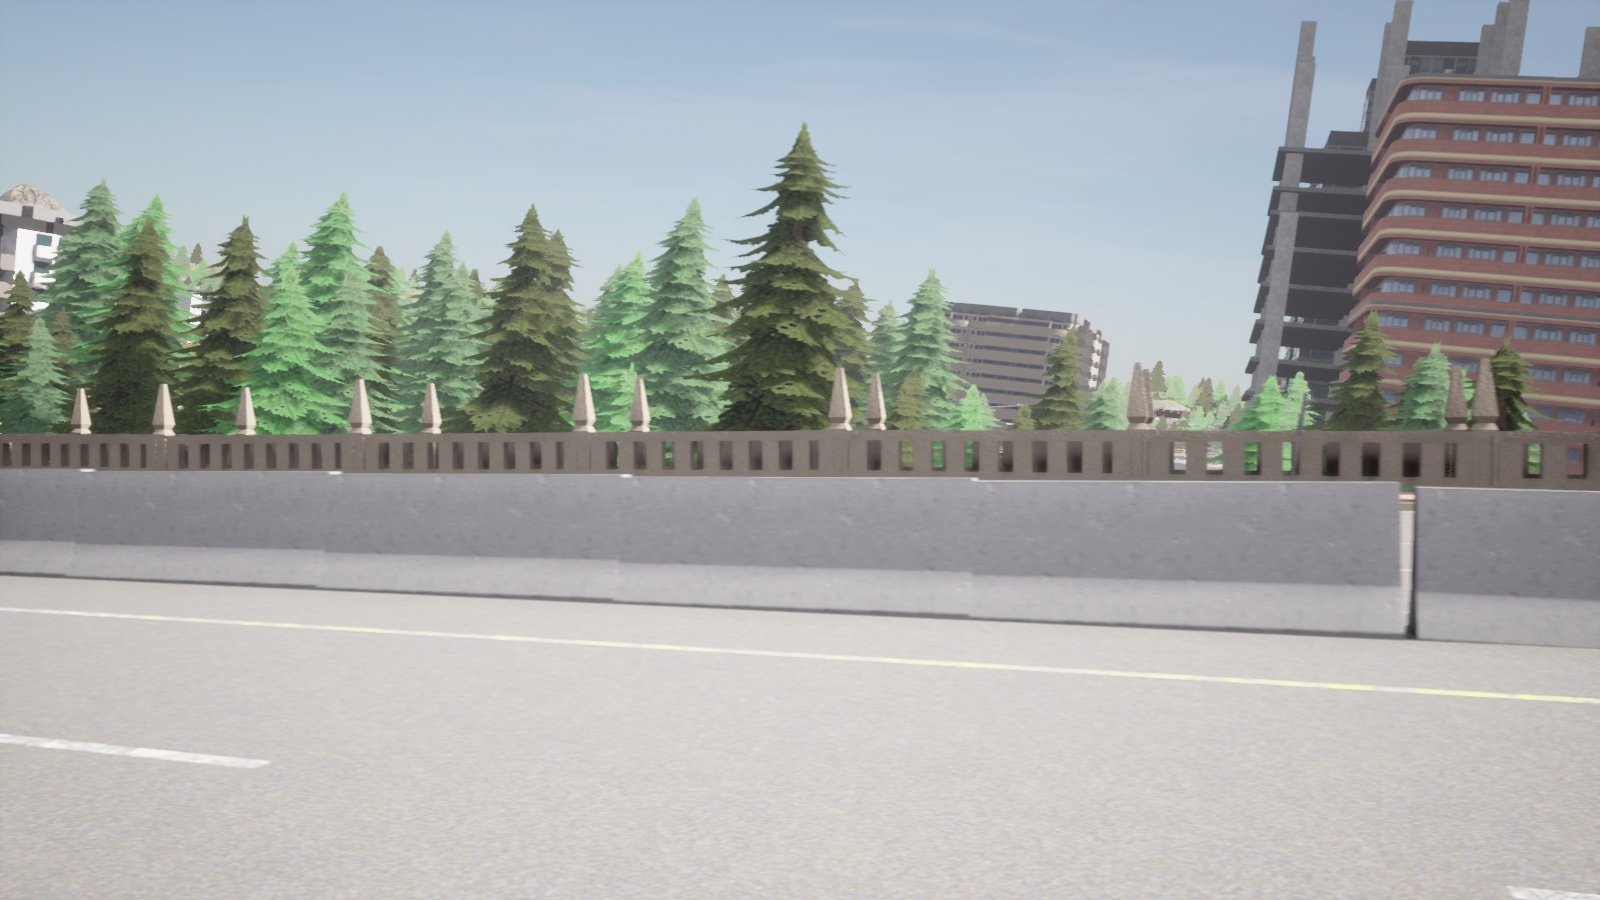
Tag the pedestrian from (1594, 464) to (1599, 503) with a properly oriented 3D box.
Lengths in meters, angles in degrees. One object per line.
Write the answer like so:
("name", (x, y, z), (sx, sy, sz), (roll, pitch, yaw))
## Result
("pedestrian", (15.993, 0.161, 24.418), (0.636, 1.846, 0.331), (8, 3, 19))
